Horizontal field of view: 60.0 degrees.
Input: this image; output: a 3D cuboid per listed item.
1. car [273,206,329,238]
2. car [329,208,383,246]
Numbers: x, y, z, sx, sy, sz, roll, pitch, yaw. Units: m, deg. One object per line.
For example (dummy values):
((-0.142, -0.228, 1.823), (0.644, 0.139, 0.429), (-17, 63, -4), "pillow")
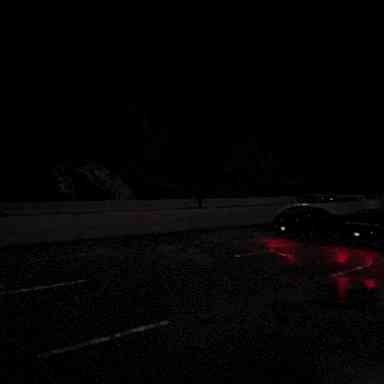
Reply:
((6.272, 1.516, 17.662), (4.892, 1.490, 1.837), (0, 0, -40), "car")
((8.515, 1.495, 14.974), (4.902, 1.511, 2.128), (0, 0, -40), "car")
